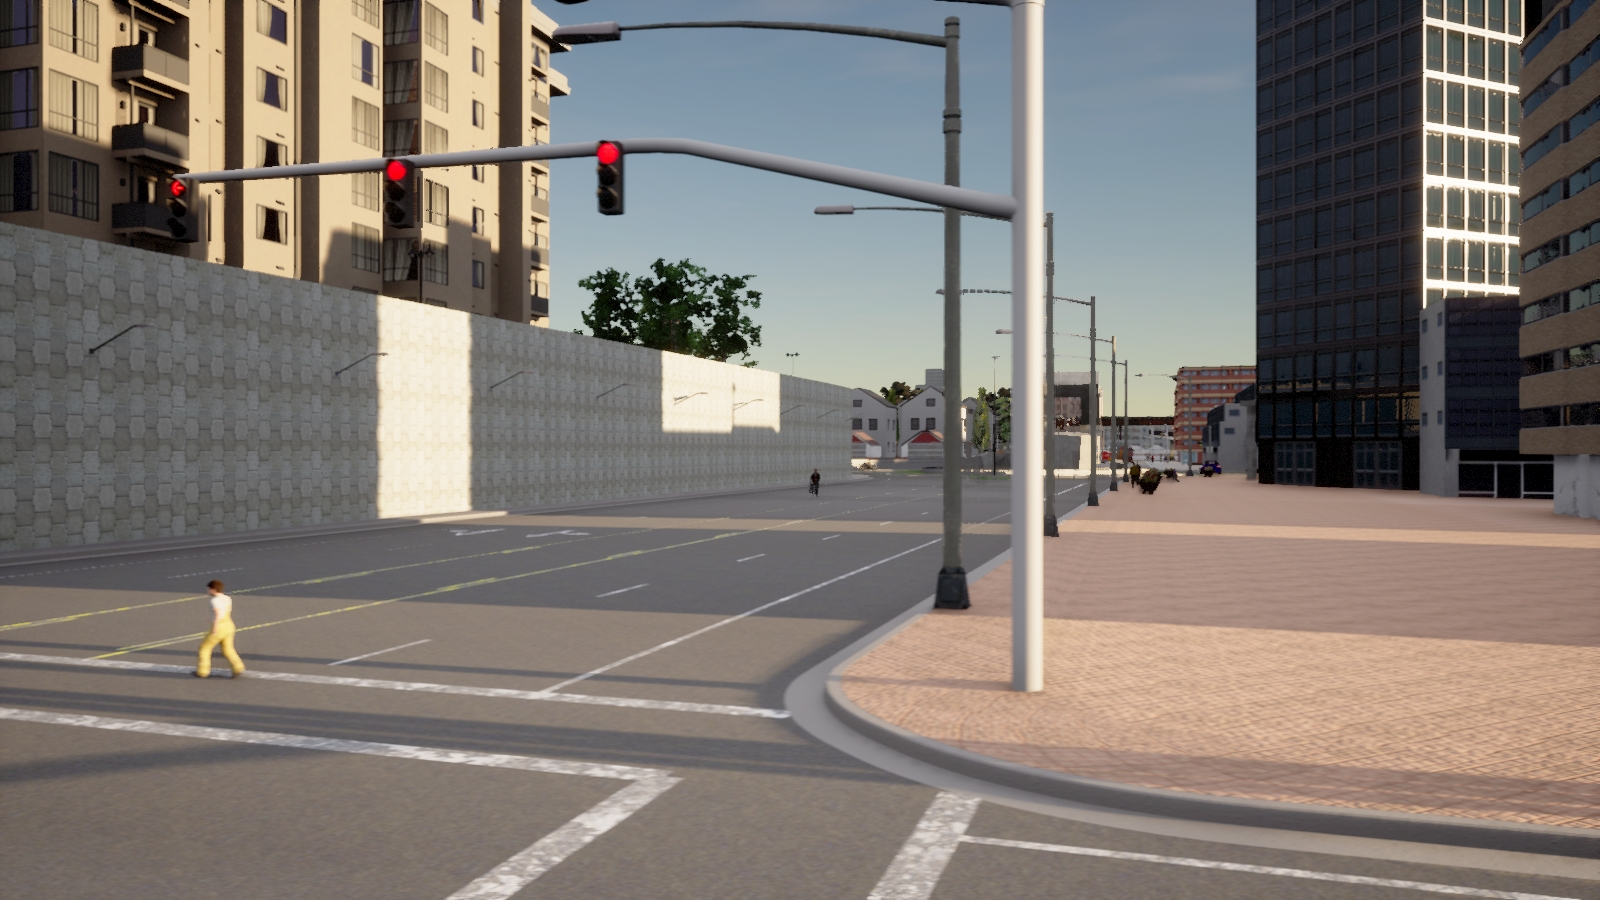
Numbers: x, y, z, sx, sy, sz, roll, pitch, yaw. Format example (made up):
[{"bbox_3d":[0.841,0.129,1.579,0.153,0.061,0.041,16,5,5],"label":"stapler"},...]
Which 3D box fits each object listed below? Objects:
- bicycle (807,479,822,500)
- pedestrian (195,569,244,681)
[{"bbox_3d":[0.813,2.236,64.208,0.329,1.126,1.835,0,0,18],"label":"bicycle"},{"bbox_3d":[-7.103,2.130,13.982,0.375,1.300,0.375,0,0,13],"label":"pedestrian"}]
